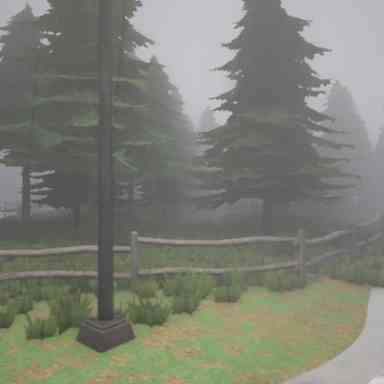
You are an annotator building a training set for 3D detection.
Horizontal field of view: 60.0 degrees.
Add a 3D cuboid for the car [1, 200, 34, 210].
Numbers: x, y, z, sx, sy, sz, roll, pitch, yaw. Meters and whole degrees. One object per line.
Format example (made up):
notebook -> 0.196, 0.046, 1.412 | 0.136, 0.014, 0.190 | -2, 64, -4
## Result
car -> -18.264, 1.588, 35.591 | 2.128, 1.511, 4.902 | 0, 0, 5
